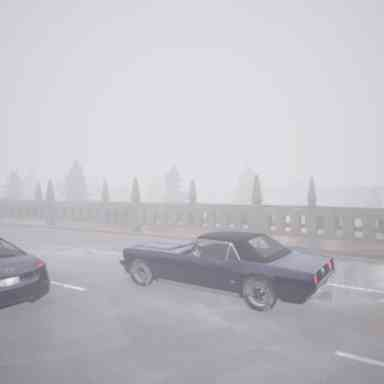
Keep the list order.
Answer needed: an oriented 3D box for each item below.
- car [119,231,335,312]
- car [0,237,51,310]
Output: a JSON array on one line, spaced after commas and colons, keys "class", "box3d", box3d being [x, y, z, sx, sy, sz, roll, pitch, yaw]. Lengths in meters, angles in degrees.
[{"class": "car", "box3d": [0.582, 1.558, 7.606, 4.718, 1.301, 1.895, 0, 0, 33]}, {"class": "car", "box3d": [-4.876, 1.517, 6.815, 4.181, 1.385, 1.994, 0, 0, 31]}]
